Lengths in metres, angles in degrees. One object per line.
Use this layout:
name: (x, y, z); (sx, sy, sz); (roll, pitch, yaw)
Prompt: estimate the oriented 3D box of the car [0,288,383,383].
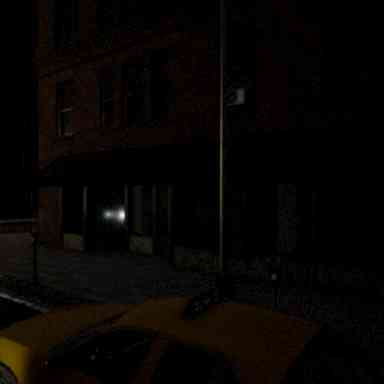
car: (-0.122, 1.527, 2.898); (4.829, 1.417, 1.752); (0, 0, 35)
